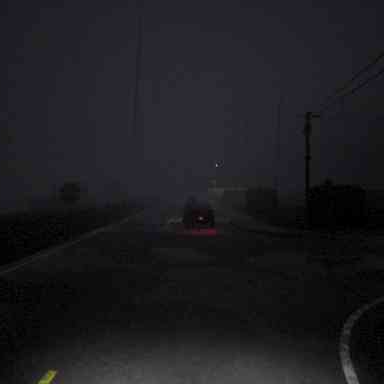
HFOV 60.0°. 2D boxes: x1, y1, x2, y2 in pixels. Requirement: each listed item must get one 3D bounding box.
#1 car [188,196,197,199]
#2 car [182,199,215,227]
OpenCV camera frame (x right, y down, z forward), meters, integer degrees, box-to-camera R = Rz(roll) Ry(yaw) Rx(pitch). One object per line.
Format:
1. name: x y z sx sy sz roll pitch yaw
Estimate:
1. car: 0.093 1.482 56.115 1.837 1.490 4.892 0 0 0
2. car: 0.360 1.468 22.820 1.882 1.535 5.008 0 0 -4
